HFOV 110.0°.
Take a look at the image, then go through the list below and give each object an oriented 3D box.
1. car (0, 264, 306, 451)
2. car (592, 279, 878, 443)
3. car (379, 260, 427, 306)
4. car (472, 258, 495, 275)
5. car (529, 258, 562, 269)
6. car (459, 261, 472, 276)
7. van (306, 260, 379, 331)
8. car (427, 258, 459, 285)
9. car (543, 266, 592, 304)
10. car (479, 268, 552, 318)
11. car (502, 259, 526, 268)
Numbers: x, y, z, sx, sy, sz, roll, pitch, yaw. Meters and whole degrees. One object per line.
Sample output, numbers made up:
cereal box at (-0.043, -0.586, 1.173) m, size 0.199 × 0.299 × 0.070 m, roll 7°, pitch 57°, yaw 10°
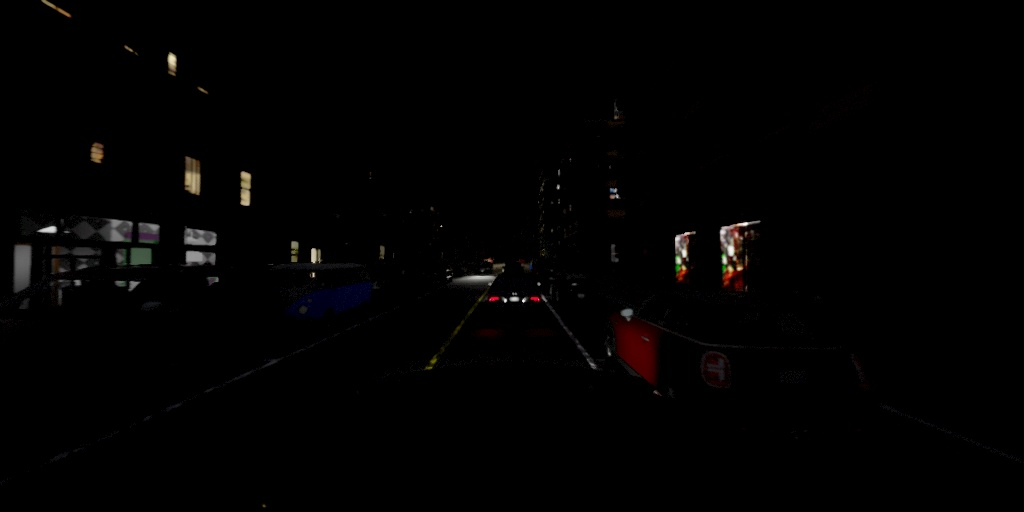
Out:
car at (-5.688, 1.072, 5.406) m, size 2.192 × 1.841 × 5.009 m, roll 0°, pitch 0°, yaw 0°
car at (2.693, 1.197, 5.395) m, size 1.967 × 1.591 × 4.097 m, roll 0°, pitch 0°, yaw 0°
car at (-5.683, 1.091, 16.220) m, size 2.192 × 1.841 × 5.009 m, roll 0°, pitch 0°, yaw 0°
car at (-3.077, 1.308, 39.835) m, size 2.128 × 1.511 × 4.902 m, roll 0°, pitch 0°, yaw 0°
car at (2.702, 1.109, 27.024) m, size 2.192 × 1.841 × 5.009 m, roll 0°, pitch 0°, yaw 0°
car at (-5.674, 1.253, 37.849) m, size 1.967 × 1.591 × 4.097 m, roll 0°, pitch 0°, yaw 0°
van at (-5.686, 1.108, 10.813) m, size 1.690 × 1.789 × 3.998 m, roll 0°, pitch 0°, yaw 0°
car at (-5.679, 1.109, 27.034) m, size 2.192 × 1.841 × 5.009 m, roll 0°, pitch 0°, yaw 0°
car at (2.698, 1.327, 16.209) m, size 2.007 × 1.370 × 4.403 m, roll 0°, pitch 0°, yaw 0°
car at (0.087, 1.318, 13.034) m, size 2.033 × 1.411 × 5.357 m, roll 0°, pitch 0°, yaw 0°
car at (0.106, 1.310, 33.428) m, size 1.837 × 1.490 × 4.892 m, roll 0°, pitch 0°, yaw 0°
